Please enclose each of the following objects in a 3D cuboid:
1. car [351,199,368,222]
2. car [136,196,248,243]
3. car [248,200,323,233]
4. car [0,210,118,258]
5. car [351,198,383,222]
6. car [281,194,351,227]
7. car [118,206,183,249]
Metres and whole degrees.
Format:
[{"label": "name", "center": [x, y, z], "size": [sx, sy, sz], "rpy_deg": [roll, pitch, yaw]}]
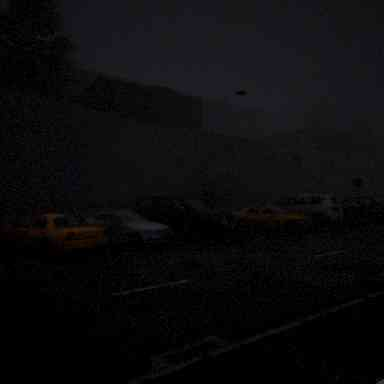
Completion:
[{"label": "car", "center": [9.244, 1.427, 23.178], "size": [4.792, 1.488, 2.163], "rpy_deg": [-1, 0, 35]}, {"label": "car", "center": [-0.488, 1.229, 16.188], "size": [5.566, 2.045, 2.435], "rpy_deg": [-1, -1, 35]}, {"label": "car", "center": [4.531, 1.442, 19.579], "size": [5.366, 1.575, 1.946], "rpy_deg": [-1, -1, 35]}, {"label": "car", "center": [-5.562, 1.489, 12.812], "size": [5.366, 1.575, 1.946], "rpy_deg": [-1, 0, 35]}, {"label": "car", "center": [11.721, 1.408, 24.914], "size": [4.674, 1.452, 2.002], "rpy_deg": [-1, -1, 35]}, {"label": "car", "center": [6.797, 1.175, 21.439], "size": [5.566, 2.045, 2.435], "rpy_deg": [-1, 0, 35]}, {"label": "car", "center": [-2.962, 1.525, 14.458], "size": [4.674, 1.452, 2.002], "rpy_deg": [-1, -1, 34]}]
